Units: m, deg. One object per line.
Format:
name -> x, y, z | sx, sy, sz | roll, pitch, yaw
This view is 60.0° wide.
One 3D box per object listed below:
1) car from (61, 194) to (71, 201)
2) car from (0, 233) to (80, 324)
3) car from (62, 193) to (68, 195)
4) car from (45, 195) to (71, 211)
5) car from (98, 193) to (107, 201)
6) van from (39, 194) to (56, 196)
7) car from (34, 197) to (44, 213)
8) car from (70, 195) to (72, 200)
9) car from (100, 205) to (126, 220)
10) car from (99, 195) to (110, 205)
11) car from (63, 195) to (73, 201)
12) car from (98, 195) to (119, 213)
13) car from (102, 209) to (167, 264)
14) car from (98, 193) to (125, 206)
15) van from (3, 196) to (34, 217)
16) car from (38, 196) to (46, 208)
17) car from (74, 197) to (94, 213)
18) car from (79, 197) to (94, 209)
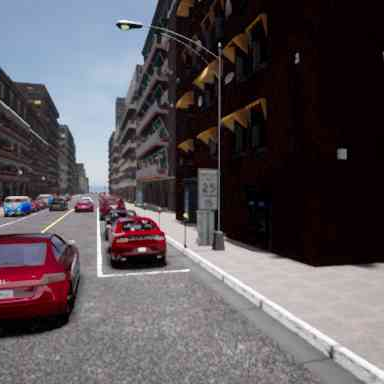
car -> -30.237, 1.382, 79.994 | 1.967, 1.590, 4.097 | -1, 0, -16
car -> -3.507, 1.557, 7.090 | 1.994, 1.385, 4.181 | 0, 0, -16
car -> -27.128, 1.497, 69.102 | 2.008, 1.369, 4.403 | -1, 0, -16
car -> -16.050, 1.469, 40.117 | 1.837, 1.490, 4.892 | 0, 0, -16
car -> -23.726, 1.262, 87.709 | 2.192, 1.841, 5.009 | -1, 0, -16
van -> -20.897, 1.298, 47.320 | 1.690, 1.788, 3.998 | -1, 0, -16
car -> -17.772, 1.545, 36.431 | 1.802, 1.307, 4.206 | -1, 0, -16
car -> -28.685, 1.259, 74.548 | 2.192, 1.841, 5.009 | -1, 0, -16
car -> -3.521, 1.553, 16.906 | 1.947, 1.339, 4.313 | -1, 0, -16
car -> -15.954, 1.398, 60.478 | 1.967, 1.590, 4.097 | -1, 0, -16
car -> -31.790, 1.506, 85.442 | 1.947, 1.339, 4.313 | -1, 0, -16
car -> -9.740, 1.285, 38.692 | 2.192, 1.841, 5.009 | -1, 0, -16
car -> -2.061, 1.536, 11.789 | 1.887, 1.381, 4.507 | -1, 0, -16
car -> -6.632, 1.293, 27.797 | 2.192, 1.841, 5.009 | -1, 0, -16
van -> -16.220, 1.308, 30.984 | 1.690, 1.788, 3.998 | -1, 0, -16
car -> -19.328, 1.542, 41.877 | 1.802, 1.307, 4.206 | -1, 0, -16
car -> -12.074, 1.532, 37.327 | 1.994, 1.385, 4.181 | 0, 0, -15
car -> -14.885, 1.488, 46.986 | 1.812, 1.442, 4.674 | 0, 0, -16
